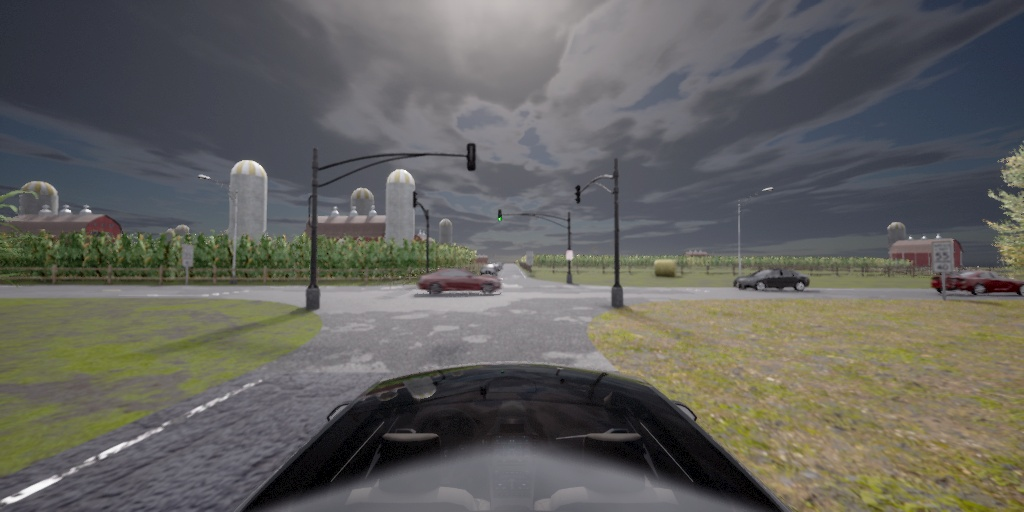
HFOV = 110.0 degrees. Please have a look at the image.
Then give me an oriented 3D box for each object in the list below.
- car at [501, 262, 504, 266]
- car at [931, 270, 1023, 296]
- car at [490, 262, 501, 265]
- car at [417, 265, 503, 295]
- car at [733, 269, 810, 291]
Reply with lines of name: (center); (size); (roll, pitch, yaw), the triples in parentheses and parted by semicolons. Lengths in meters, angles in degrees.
car: (-2.785, 1.866, 57.840); (2.033, 1.411, 5.357); (0, -1, 0)
car: (29.286, 1.663, 22.453); (5.008, 1.535, 1.882); (1, -2, -4)
car: (-2.750, 1.727, 43.243); (1.994, 1.385, 4.181); (0, 0, 1)
car: (-2.934, 1.414, 20.269); (4.674, 1.442, 1.812); (0, 0, -4)
car: (18.201, 1.685, 25.276); (4.892, 1.490, 1.837); (-1, -2, -4)
